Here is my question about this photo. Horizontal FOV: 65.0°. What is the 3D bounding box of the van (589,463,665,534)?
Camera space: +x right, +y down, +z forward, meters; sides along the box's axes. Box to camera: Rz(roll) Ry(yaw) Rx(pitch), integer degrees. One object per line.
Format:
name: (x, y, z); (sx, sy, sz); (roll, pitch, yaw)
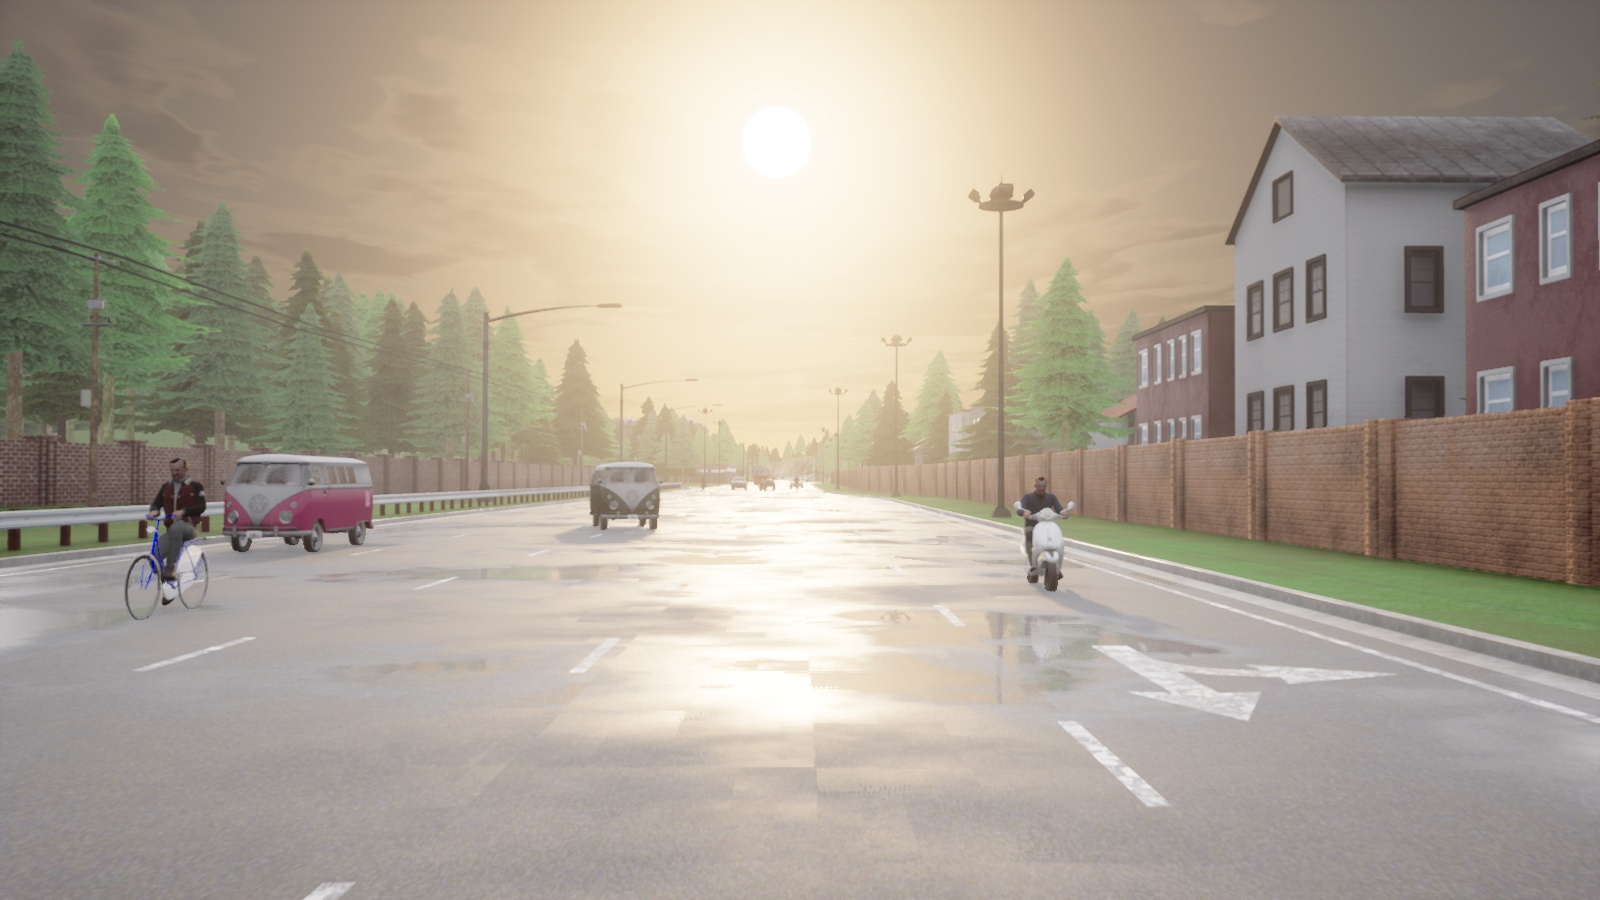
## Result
van: (-5.264, 1.417, 37.800); (1.775, 1.987, 4.442); (0, -1, -14)

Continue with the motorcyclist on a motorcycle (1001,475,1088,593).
motorcyclist on a motorcycle: (3.455, 1.151, 17.892); (0.866, 1.590, 1.817); (0, -1, 0)

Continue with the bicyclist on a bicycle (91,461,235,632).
bicyclist on a bicycle: (-7.036, 1.025, 13.984); (0.659, 1.776, 1.843); (0, -1, 0)

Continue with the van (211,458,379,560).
van: (-10.568, 1.196, 26.632); (1.775, 1.987, 4.442); (0, -1, 0)
